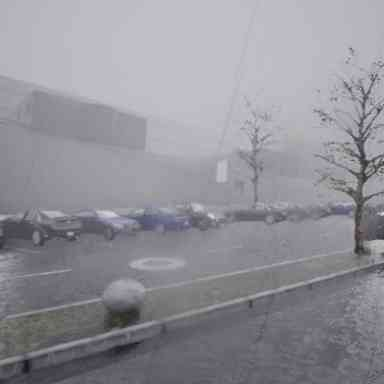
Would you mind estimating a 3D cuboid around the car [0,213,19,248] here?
[{"bbox_3d":[-9.484,1.542,13.536,4.792,1.488,2.163,-1,-1,34],"label":"car"}]

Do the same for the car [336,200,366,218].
[{"bbox_3d":[13.643,1.585,31.928,5.008,1.535,2.097,0,-1,29],"label":"car"}]

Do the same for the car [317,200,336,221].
[{"bbox_3d":[9.160,1.558,28.072,4.892,1.521,2.231,-1,0,30],"label":"car"}]

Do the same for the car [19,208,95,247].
[{"bbox_3d":[-7.068,1.513,15.257,4.892,1.521,2.231,-1,-1,34],"label":"car"}]

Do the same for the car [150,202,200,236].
[{"bbox_3d":[-2.348,1.519,18.812,5.008,1.535,2.097,-1,0,33],"label":"car"}]

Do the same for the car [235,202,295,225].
[{"bbox_3d":[4.604,1.539,24.300,4.892,1.521,2.231,-1,0,31],"label":"car"}]

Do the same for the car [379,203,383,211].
[{"bbox_3d":[27.121,1.780,43.605,5.008,1.535,2.097,0,-1,29],"label":"car"}]

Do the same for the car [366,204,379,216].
[{"bbox_3d":[15.883,1.603,33.866,5.008,1.535,2.097,0,-1,29],"label":"car"}]

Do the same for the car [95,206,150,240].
[{"bbox_3d":[-4.702,1.556,17.033,4.674,1.452,2.002,-1,-1,34],"label":"car"}]

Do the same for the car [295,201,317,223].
[{"bbox_3d":[6.889,1.547,26.175,4.892,1.521,2.231,-1,0,31],"label":"car"}]

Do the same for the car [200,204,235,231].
[{"bbox_3d":[-0.043,1.399,20.644,4.553,1.767,2.185,-1,-1,32],"label":"car"}]
